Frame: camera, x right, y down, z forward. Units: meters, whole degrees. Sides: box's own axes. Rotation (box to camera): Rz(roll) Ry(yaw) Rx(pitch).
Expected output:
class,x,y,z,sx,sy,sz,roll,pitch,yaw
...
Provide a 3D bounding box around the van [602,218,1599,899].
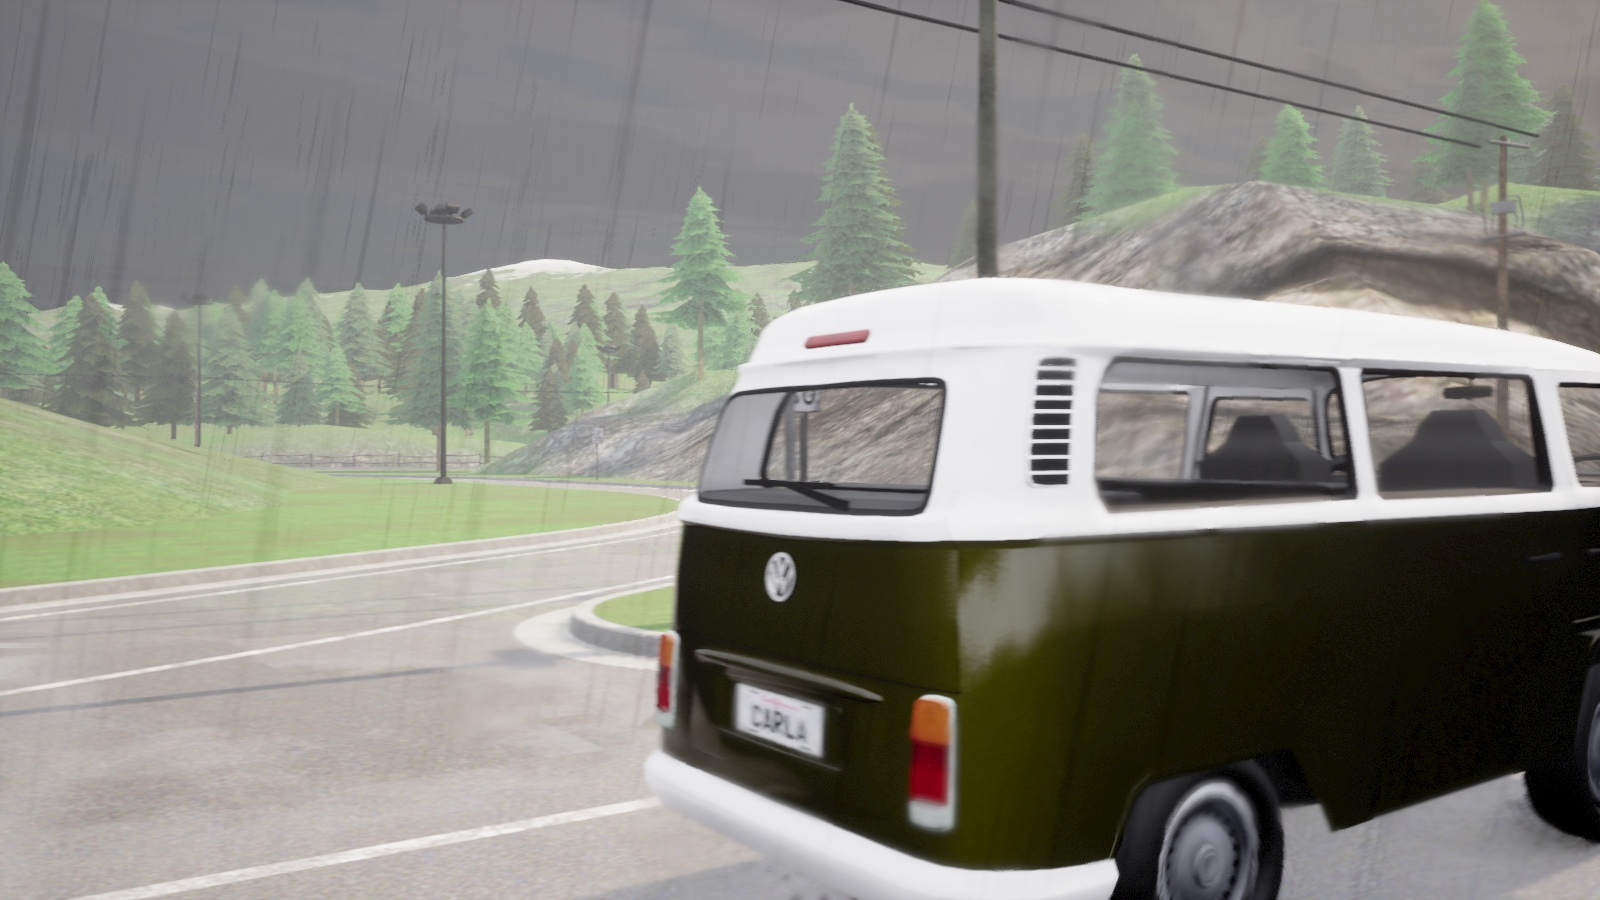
class,x,y,z,sx,sy,sz,roll,pitch,yaw
van,1.744,0.483,4.874,4.480,2.038,2.069,-1,0,-35
